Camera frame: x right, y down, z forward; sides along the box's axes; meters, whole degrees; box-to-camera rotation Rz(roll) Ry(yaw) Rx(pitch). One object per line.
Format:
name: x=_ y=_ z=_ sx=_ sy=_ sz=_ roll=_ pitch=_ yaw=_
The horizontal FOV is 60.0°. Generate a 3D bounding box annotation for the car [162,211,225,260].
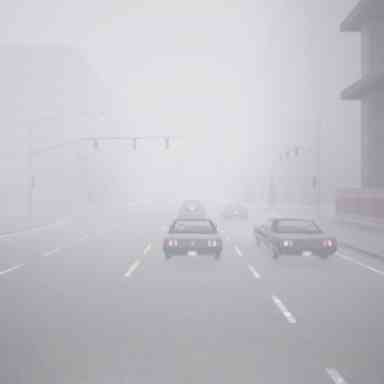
car: x=0.043 y=1.596 z=12.398 sx=1.895 sy=1.301 sz=4.718 roll=0 pitch=0 yaw=1

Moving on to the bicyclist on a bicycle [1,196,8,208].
bicyclist on a bicycle: x=-25.537 y=1.338 z=45.216 sx=0.582 sy=1.620 sz=1.656 roll=0 pitch=0 yaw=0

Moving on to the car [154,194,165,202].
car: x=-7.136 y=1.326 z=73.679 sx=2.097 sy=1.767 sz=4.553 roll=0 pitch=0 yaw=1

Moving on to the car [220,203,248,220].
car: x=3.512 y=1.577 z=28.257 sx=1.994 sy=1.385 sz=4.181 roll=0 pitch=0 yaw=0

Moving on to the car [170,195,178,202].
car: x=-3.637 y=1.496 z=73.610 sx=2.128 sy=1.511 sz=4.902 roll=0 pitch=0 yaw=1

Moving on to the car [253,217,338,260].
car: x=3.543 y=1.596 z=12.396 sx=1.895 sy=1.301 sz=4.718 roll=0 pitch=0 yaw=1

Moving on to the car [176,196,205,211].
car: x=0.012 y=1.357 z=27.937 sx=2.097 sy=1.767 sz=4.553 roll=0 pitch=0 yaw=0
